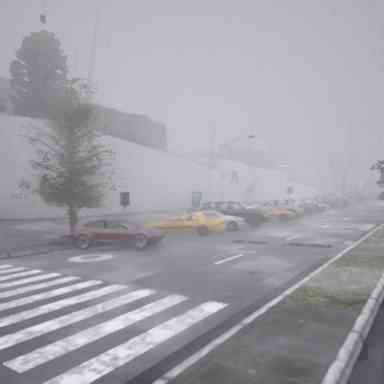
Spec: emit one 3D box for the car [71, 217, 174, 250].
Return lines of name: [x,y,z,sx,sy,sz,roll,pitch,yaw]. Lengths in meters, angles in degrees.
car: [-3.687,2.052,16.715,4.792,1.488,2.163,-3,-2,15]

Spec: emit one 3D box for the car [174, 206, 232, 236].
car: [-0.408,2.025,21.652,5.366,1.575,1.946,-3,-1,15]

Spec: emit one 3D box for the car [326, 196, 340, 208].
car: [17.212,1.747,46.053,5.008,1.535,2.097,-3,-1,15]

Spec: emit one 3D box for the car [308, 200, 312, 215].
car: [10.207,1.942,36.281,4.792,1.488,2.163,-3,-1,15]

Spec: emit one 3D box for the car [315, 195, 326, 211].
car: [13.686,1.713,41.183,4.553,1.767,2.185,-3,-1,15]

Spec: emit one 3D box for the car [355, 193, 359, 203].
car: [24.353,1.544,55.786,5.366,1.575,1.946,-3,-1,15]

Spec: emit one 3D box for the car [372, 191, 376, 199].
car: [38.079,1.313,75.379,4.792,1.488,2.163,-3,-1,15]

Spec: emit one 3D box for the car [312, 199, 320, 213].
car: [11.982,1.920,38.730,4.674,1.452,2.002,-3,-2,15]

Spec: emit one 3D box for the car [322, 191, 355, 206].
car: [22.447,1.351,53.392,5.566,2.045,2.435,-3,-1,15]

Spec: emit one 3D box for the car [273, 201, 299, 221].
car: [6.925,1.955,31.341,5.366,1.575,1.946,-3,-2,15]

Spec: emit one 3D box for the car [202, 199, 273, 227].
car: [3.280,1.753,26.503,5.566,2.045,2.435,-3,-2,15]

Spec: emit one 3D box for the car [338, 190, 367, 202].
car: [29.355,1.186,63.166,5.566,2.045,2.435,-3,-1,15]

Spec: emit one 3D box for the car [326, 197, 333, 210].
car: [15.464,1.834,43.615,4.674,1.452,2.002,-3,-1,15]

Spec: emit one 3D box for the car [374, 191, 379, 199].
car: [39.811,1.008,77.830,5.566,2.045,2.435,-3,-1,15]

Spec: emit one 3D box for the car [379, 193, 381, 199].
car: [43.352,1.247,82.699,4.674,1.452,2.002,-3,-1,16]

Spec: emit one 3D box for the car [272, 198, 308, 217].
car: [8.453,1.692,33.844,5.566,2.045,2.435,-3,-1,15]

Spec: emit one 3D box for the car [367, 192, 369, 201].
car: [32.905,1.240,68.038,4.553,1.767,2.185,-3,-1,15]

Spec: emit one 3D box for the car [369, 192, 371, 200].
car: [34.587,1.214,70.506,4.553,1.767,2.185,-3,-1,15]

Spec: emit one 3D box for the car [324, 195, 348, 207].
car: [20.720,1.677,50.941,4.792,1.488,2.163,-3,-1,15]

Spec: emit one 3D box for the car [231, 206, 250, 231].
car: [1.514,2.052,24.056,4.674,1.452,2.002,-3,-2,15]

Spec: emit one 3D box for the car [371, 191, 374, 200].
car: [36.360,1.311,72.940,4.892,1.521,2.231,-3,-2,15]
